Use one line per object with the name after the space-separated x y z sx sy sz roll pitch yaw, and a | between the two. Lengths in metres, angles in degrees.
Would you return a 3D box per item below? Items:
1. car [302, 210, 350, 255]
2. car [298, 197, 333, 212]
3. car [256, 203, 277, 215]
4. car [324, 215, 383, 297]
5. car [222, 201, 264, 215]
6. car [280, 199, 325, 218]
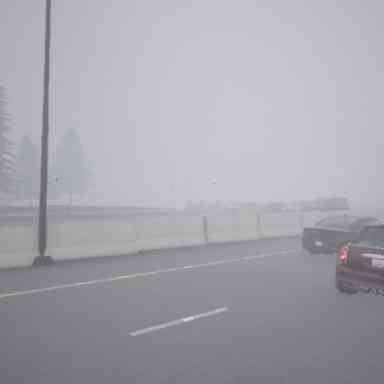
6.295 1.608 12.753 5.008 1.535 1.882 0 0 -36 | car
12.234 1.519 30.406 5.566 2.045 2.150 1 -1 -36 | car
8.888 1.825 36.632 4.902 1.511 2.128 0 -1 -36 | car
5.389 1.437 7.751 4.553 1.767 2.097 1 -1 -36 | car
6.021 1.818 38.867 5.008 1.535 1.882 1 -1 -36 | car
11.352 1.676 34.099 4.553 1.767 2.097 1 -1 -36 | car
